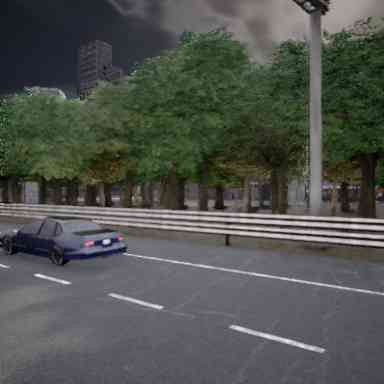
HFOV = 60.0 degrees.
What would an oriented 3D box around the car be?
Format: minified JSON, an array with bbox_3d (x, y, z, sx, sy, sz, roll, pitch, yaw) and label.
[{"bbox_3d":[-4.613,1.550,11.460,5.357,1.411,2.033,0,0,36],"label":"car"}]
